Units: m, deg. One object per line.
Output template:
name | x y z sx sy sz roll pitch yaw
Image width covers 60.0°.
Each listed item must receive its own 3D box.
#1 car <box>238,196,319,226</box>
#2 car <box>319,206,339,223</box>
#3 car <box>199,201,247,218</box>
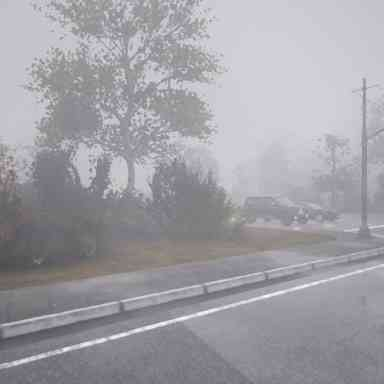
car | 6.253 1.332 25.135 2.150 2.045 5.566 0 -1 -37
car | 9.288 1.584 26.878 1.882 1.535 5.008 0 -1 -39
car | 3.101 1.723 34.191 1.882 1.535 5.008 0 -1 -43
